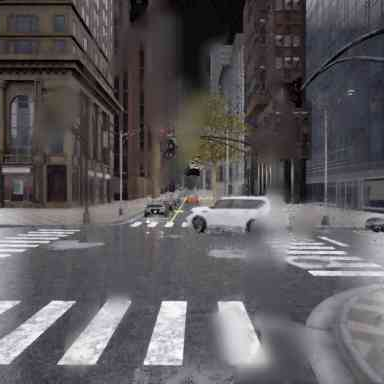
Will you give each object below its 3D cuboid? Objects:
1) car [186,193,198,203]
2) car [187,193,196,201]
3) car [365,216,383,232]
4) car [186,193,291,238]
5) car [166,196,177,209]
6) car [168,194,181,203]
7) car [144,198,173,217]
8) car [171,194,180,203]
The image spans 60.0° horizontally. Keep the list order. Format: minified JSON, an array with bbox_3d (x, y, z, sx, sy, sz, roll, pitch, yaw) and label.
[{"bbox_3d":[0.022,1.043,60.775,2.097,1.767,4.553,0,1,0],"label":"car"},{"bbox_3d":[-0.043,1.063,70.662,1.882,1.535,5.008,0,1,0],"label":"car"},{"bbox_3d":[11.907,1.632,18.342,4.403,1.369,2.008,0,0,0],"label":"car"},{"bbox_3d":[2.417,1.223,17.887,5.566,2.045,2.150,1,1,34],"label":"car"},{"bbox_3d":[-3.144,1.469,39.078,1.895,1.301,4.718,0,0,0],"label":"car"},{"bbox_3d":[-3.119,1.192,59.811,2.128,1.511,4.902,0,1,1],"label":"car"},{"bbox_3d":[-3.134,1.489,30.286,1.994,1.385,4.181,0,0,0],"label":"car"},{"bbox_3d":[-3.153,1.393,49.415,1.895,1.301,4.718,0,0,0],"label":"car"}]
